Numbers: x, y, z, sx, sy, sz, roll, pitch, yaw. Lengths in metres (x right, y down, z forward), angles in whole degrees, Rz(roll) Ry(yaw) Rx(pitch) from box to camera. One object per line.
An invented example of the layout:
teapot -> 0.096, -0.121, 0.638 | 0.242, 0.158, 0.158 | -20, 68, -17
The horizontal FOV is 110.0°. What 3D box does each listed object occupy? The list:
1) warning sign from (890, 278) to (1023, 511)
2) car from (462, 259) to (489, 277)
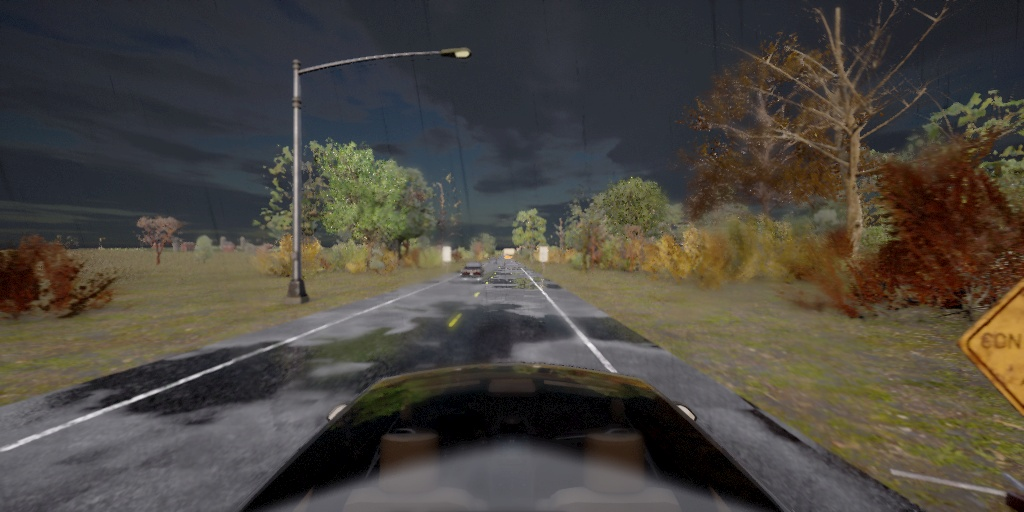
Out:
warning sign -> 3.550, 0.865, 2.420 | 1.300, 1.860, 1.060 | 0, 0, 0
car -> -3.724, 1.277, 35.439 | 2.033, 1.411, 5.357 | 0, 0, 0
